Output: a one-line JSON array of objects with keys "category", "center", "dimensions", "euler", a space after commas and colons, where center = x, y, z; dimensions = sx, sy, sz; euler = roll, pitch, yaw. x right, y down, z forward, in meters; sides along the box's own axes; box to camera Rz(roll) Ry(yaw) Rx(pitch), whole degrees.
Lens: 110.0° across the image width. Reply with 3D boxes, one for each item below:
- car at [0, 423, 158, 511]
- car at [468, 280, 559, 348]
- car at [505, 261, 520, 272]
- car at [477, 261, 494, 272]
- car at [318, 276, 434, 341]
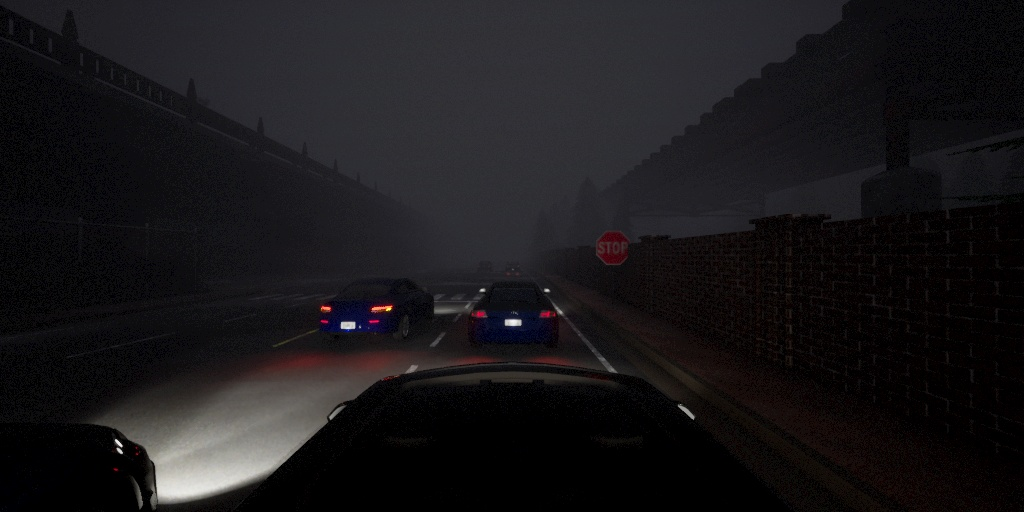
[{"category": "car", "center": [-3.398, 1.314, 0.663], "dimensions": [1.994, 1.385, 4.181], "euler": [0, 0, 0]}, {"category": "car", "center": [0.066, 1.314, 9.238], "dimensions": [1.994, 1.385, 4.181], "euler": [0, 0, 1]}, {"category": "car", "center": [0.082, 1.351, 46.056], "dimensions": [1.895, 1.301, 4.718], "euler": [0, 0, -1]}, {"category": "car", "center": [-3.413, 1.297, 45.889], "dimensions": [2.033, 1.411, 5.357], "euler": [0, 0, -1]}, {"category": "car", "center": [-3.416, 1.276, 9.759], "dimensions": [1.812, 1.442, 4.674], "euler": [0, 0, 0]}]
